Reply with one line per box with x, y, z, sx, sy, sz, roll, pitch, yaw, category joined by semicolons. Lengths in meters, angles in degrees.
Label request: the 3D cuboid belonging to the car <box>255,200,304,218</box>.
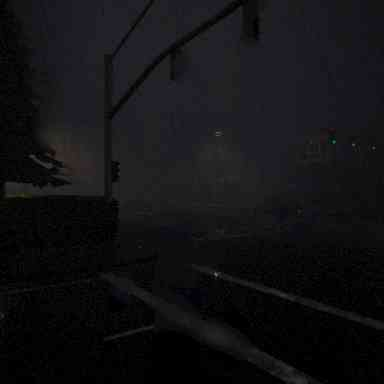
7.962;1.511;30.809;1.837;1.490;4.892;0;0;-36;car

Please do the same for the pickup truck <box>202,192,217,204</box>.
3.225;1.069;59.599;2.390;2.098;6.274;0;0;-6;pickup truck

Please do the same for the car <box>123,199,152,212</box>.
-6.436;1.531;38.544;1.812;1.442;4.674;0;0;-36;car
